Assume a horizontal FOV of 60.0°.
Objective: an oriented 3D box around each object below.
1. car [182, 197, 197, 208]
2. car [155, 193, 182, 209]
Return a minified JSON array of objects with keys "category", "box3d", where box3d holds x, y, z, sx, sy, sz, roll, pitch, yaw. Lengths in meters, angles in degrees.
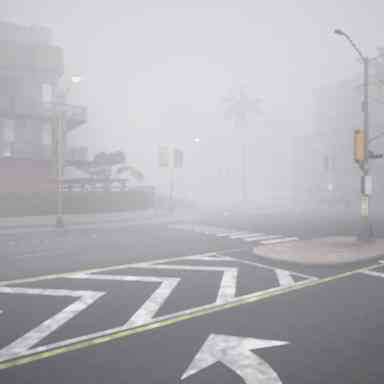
[{"category":"car","box3d":[-1.271,1.432,46.869,1.837,1.490,4.892,0,1,-35]},{"category":"car","box3d":[-4.080,1.156,44.776,2.150,2.045,5.566,0,1,-35]}]
